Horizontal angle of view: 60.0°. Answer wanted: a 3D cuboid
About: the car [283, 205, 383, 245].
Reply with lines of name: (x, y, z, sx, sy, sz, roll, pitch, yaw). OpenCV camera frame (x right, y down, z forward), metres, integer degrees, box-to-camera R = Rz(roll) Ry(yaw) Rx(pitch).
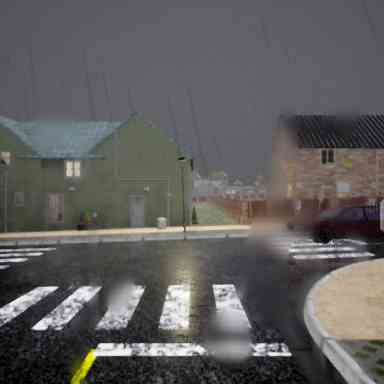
car: (6.571, 1.260, 13.641, 5.357, 1.411, 2.033, -2, 0, -4)
